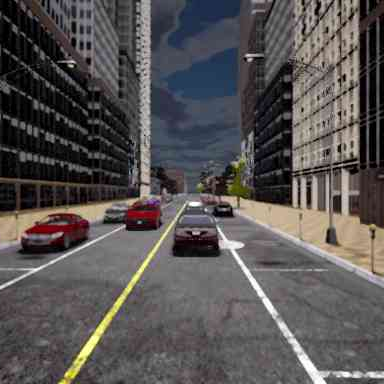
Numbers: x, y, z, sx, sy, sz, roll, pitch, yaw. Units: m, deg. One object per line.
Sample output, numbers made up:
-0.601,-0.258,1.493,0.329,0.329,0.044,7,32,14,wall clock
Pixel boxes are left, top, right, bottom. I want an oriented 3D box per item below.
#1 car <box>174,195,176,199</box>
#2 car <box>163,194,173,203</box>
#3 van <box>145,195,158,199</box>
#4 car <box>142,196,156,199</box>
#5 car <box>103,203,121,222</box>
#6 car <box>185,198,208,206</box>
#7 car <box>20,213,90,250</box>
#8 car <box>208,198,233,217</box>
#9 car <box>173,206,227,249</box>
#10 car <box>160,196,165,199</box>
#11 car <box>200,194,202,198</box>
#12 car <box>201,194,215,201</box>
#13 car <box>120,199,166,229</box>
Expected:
-5.282,1.505,76.851,1.947,1.339,4.313,0,0,0,car
-5.343,1.391,65.465,1.967,1.590,4.097,0,0,0,car
-5.466,1.311,42.698,1.690,1.788,3.998,0,0,0,van
-5.498,1.519,37.005,1.887,1.381,4.507,0,0,0,car
-5.560,1.531,25.621,2.008,1.369,4.403,0,0,0,car
0.265,1.589,32.664,1.895,1.301,4.718,0,0,0,car
-5.622,1.567,14.235,1.802,1.307,4.206,0,0,0,car
2.851,1.560,31.255,1.947,1.339,4.313,0,0,0,car
0.173,1.544,14.576,2.033,1.411,5.357,0,0,1,car
-5.437,1.548,48.390,1.802,1.307,4.206,0,0,0,car
3.036,1.549,65.406,1.802,1.307,4.206,0,0,0,car
2.976,1.418,54.022,1.967,1.590,4.097,0,0,0,car
-2.987,1.465,21.511,1.882,1.535,5.008,0,0,0,car
